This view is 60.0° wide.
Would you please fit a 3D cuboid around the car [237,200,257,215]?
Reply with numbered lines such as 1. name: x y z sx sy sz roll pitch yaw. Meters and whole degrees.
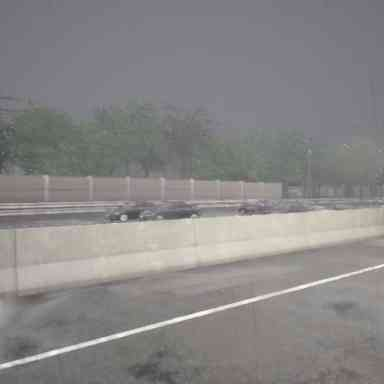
1. car: 7.207 1.563 34.727 5.357 1.411 2.033 0 0 -37

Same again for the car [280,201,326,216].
1. car: 11.197 1.623 33.363 4.718 1.301 1.895 0 0 -35

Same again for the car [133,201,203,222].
1. car: -1.484 1.506 24.362 4.892 1.490 1.837 0 0 -35

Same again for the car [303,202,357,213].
1. car: 10.606 1.614 24.383 4.718 1.301 1.895 0 0 -35

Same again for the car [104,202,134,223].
1. car: -4.328 1.505 25.788 4.892 1.490 1.837 0 0 -38

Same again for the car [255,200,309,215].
1. car: 7.865 1.559 26.734 5.357 1.411 2.033 0 0 -35
